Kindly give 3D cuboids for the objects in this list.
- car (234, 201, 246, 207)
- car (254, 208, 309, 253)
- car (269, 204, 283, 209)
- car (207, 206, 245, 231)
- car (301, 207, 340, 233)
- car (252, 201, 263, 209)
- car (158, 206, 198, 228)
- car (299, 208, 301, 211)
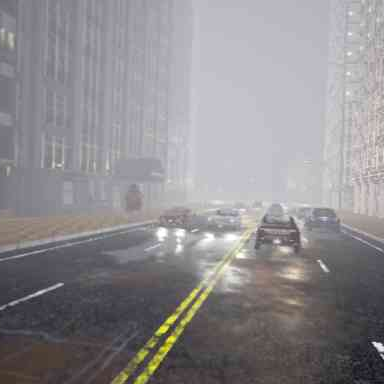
[{"bbox_3d":[9.026,2.433,62.774,1.895,1.301,4.718,2,0,15],"label":"car"},{"bbox_3d":[3.955,1.775,15.450,2.128,1.511,4.902,2,0,14],"label":"car"},{"bbox_3d":[11.979,2.371,47.386,1.812,1.442,4.674,2,0,14],"label":"car"},{"bbox_3d":[2.343,1.878,23.194,1.895,1.301,4.718,2,0,14],"label":"car"},{"bbox_3d":[9.634,1.937,24.900,2.097,1.767,4.553,2,0,15],"label":"car"},{"bbox_3d":[12.587,2.484,63.586,1.837,1.490,4.892,2,0,15],"label":"car"},{"bbox_3d":[-0.921,1.711,23.518,1.994,1.385,4.181,2,0,14],"label":"car"},{"bbox_3d":[12.474,2.333,36.242,2.033,1.411,5.357,2,0,15],"label":"car"}]
